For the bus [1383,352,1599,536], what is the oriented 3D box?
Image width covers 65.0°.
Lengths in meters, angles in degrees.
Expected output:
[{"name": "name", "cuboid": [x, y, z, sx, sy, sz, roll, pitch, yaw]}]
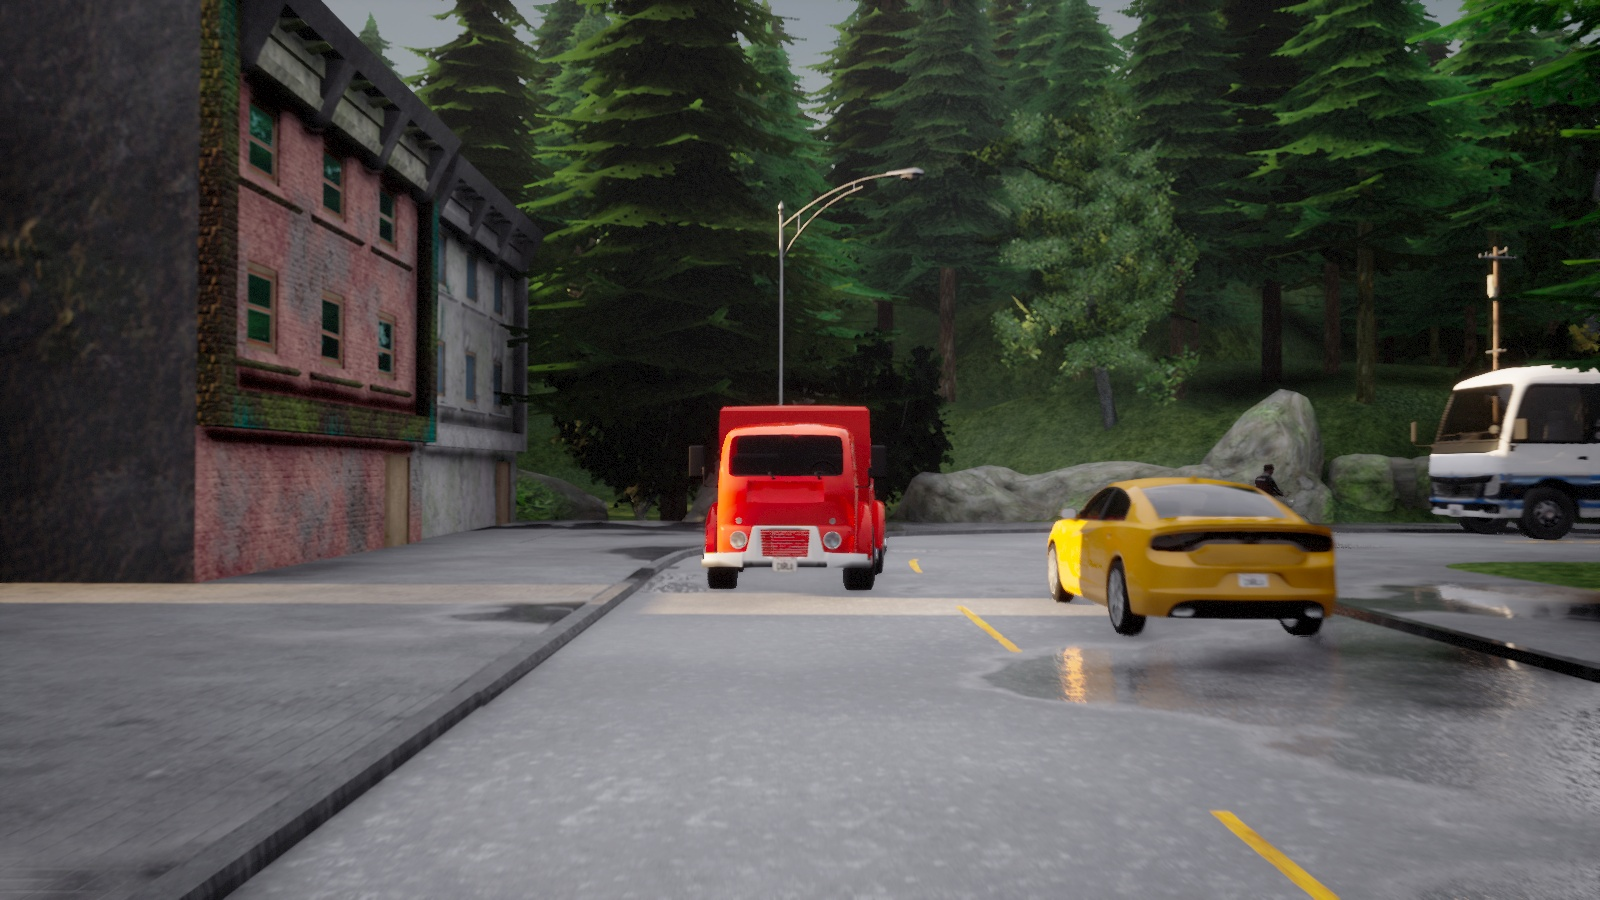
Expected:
[{"name": "bus", "cuboid": [20.465, -0.124, 31.022, 10.273, 4.253, 3.944, 0, -1, 0]}]

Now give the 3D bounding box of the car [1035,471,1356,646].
[{"name": "car", "cuboid": [3.970, 1.005, 13.629, 1.882, 1.535, 5.008, 0, -1, 0]}]

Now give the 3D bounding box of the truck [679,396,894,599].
[{"name": "truck", "cuboid": [-0.044, 0.629, 17.963, 2.627, 2.467, 5.204, 0, -1, 3]}]
